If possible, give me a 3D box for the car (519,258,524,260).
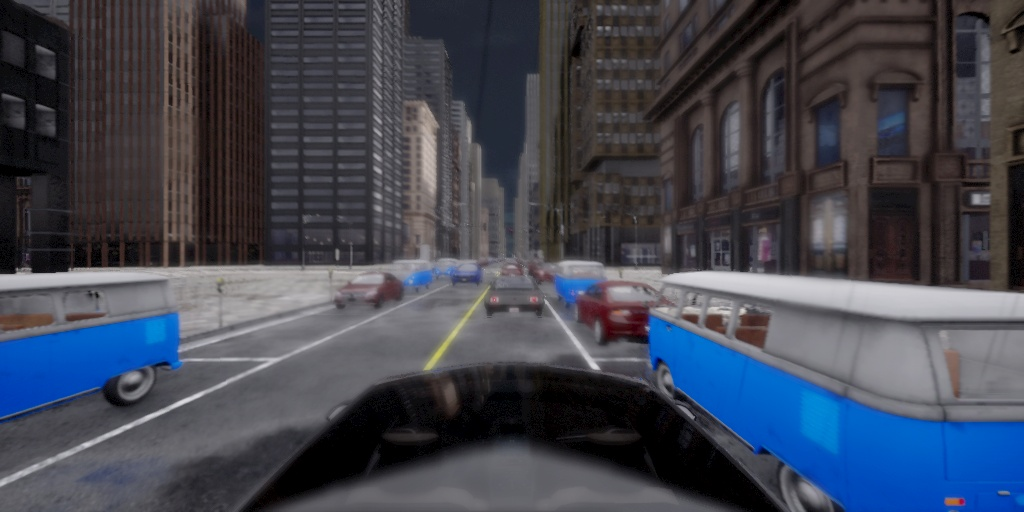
[{"bbox_3d":[2.765,1.426,64.702,2.007,1.370,4.403,0,0,0],"label":"car"}]

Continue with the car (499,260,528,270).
[{"bbox_3d":[0.086,1.327,29.318,1.812,1.442,4.674,0,0,0],"label":"car"}]

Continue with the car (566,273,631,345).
[{"bbox_3d":[2.763,1.309,9.342,1.888,1.381,4.507,0,0,0],"label":"car"}]

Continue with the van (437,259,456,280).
[{"bbox_3d":[-5.761,1.147,32.042,1.690,1.789,3.998,0,0,0],"label":"van"}]

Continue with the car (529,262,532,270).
[{"bbox_3d":[2.764,1.389,32.052,1.802,1.307,4.207,0,0,0],"label":"car"}]

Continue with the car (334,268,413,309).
[{"bbox_3d":[-5.762,1.356,15.010,1.802,1.307,4.207,0,0,0],"label":"car"}]

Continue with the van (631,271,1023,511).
[{"bbox_3d":[2.763,1.094,3.664,1.690,1.789,3.998,0,0,0],"label":"van"}]

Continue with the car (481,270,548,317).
[{"bbox_3d":[0.083,1.371,13.186,1.895,1.301,4.718,0,0,0],"label":"car"}]

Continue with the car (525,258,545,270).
[{"bbox_3d":[2.764,1.133,37.729,2.192,1.841,5.009,0,0,0],"label":"car"}]

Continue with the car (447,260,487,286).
[{"bbox_3d":[-3.093,1.272,25.796,1.882,1.535,5.008,0,0,0],"label":"car"}]

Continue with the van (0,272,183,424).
[{"bbox_3d":[-5.762,1.094,3.655,1.690,1.789,3.998,0,0,0],"label":"van"}]

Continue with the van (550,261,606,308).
[{"bbox_3d":[2.763,1.115,15.019,1.690,1.789,3.998,0,0,0],"label":"van"}]

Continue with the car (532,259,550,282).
[{"bbox_3d":[2.764,1.235,26.374,1.967,1.591,4.097,0,0,0],"label":"car"}]

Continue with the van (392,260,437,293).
[{"bbox_3d":[-5.762,1.125,20.687,1.690,1.789,3.998,0,0,0],"label":"van"}]
